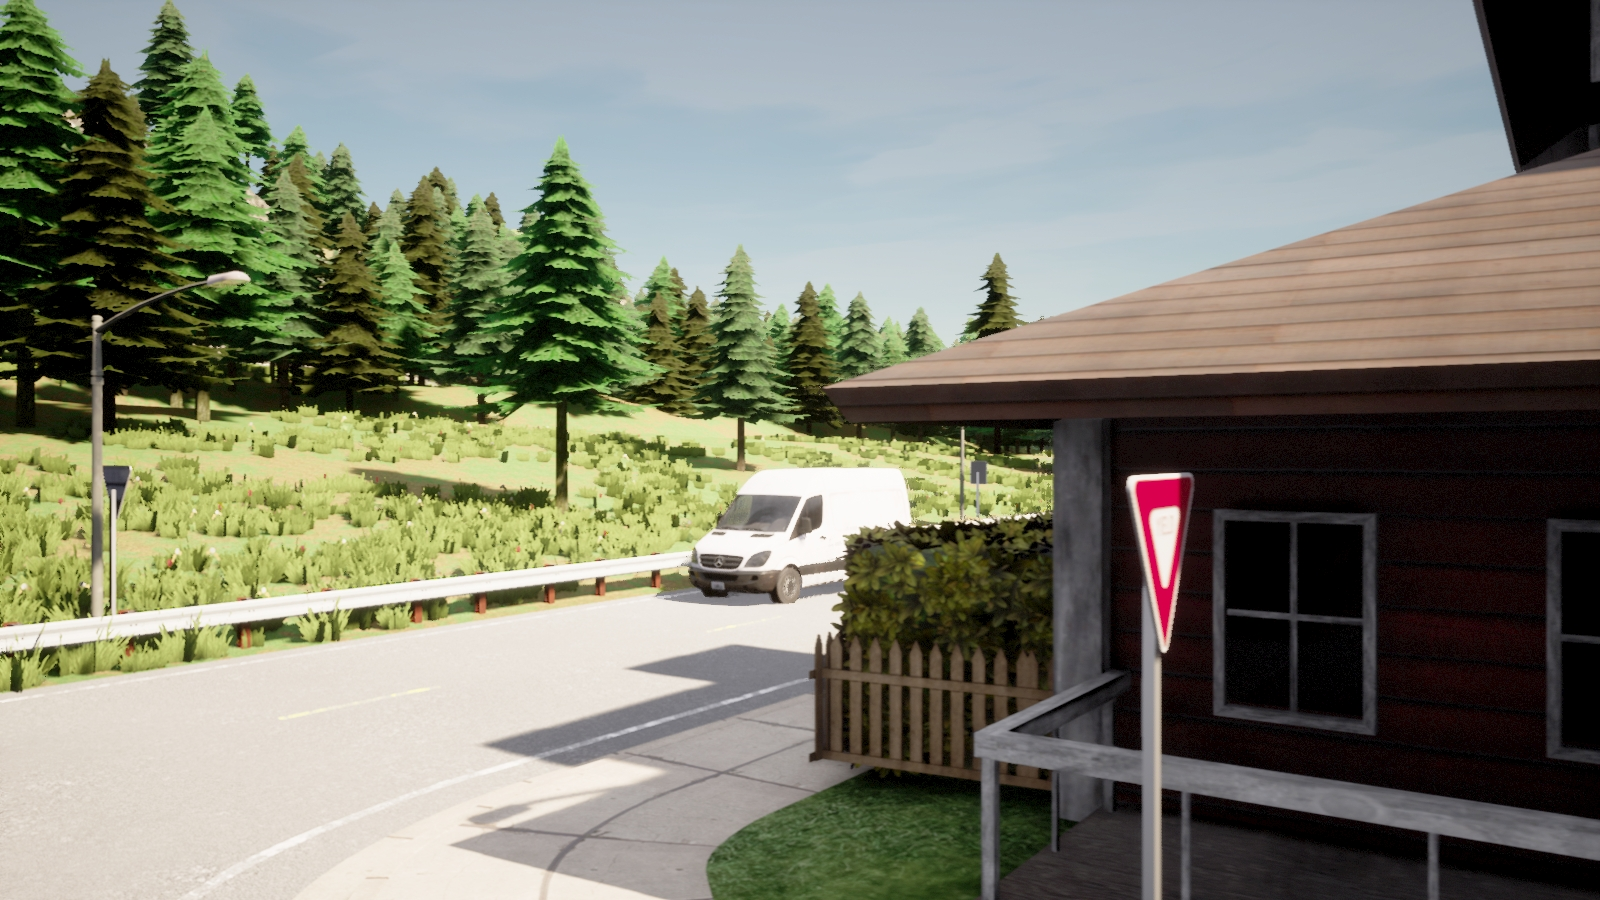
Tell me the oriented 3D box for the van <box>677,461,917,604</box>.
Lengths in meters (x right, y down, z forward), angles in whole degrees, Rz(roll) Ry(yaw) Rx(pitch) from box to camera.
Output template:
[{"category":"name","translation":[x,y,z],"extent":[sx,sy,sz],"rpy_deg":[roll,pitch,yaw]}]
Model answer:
[{"category":"van","translation":[0.129,1.543,23.927],"extent":[1.988,2.561,5.915],"rpy_deg":[0,0,35]}]
